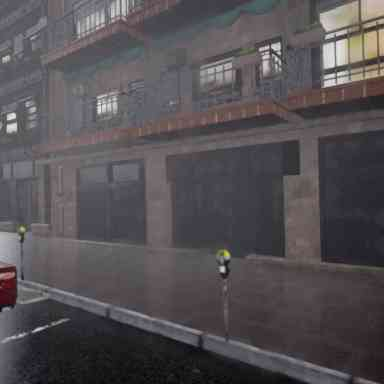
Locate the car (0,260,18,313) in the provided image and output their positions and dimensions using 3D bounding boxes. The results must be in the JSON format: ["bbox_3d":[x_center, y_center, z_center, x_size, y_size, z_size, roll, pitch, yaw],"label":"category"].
[{"bbox_3d":[-5.127,1.551,6.393,4.507,1.381,1.887,0,-1,35],"label":"car"}]
